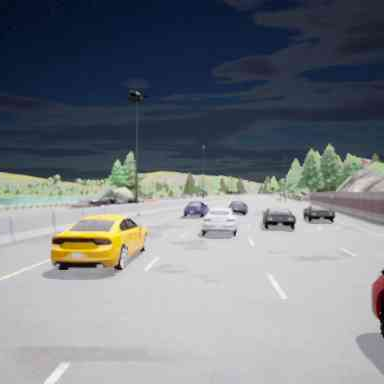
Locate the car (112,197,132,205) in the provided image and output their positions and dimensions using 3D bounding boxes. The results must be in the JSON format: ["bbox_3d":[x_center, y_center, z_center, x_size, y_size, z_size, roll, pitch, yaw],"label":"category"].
[{"bbox_3d":[-11.637,1.602,58.728,2.128,1.511,4.902,0,0,13],"label":"car"}]

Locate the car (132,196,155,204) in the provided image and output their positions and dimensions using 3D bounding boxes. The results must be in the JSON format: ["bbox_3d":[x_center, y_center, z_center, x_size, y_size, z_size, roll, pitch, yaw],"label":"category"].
[{"bbox_3d":[-8.149,1.473,58.289,2.097,1.767,4.553,0,0,13],"label":"car"}]

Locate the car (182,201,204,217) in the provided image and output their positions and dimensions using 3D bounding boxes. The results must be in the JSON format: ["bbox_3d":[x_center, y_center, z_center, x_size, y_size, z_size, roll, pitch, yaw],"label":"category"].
[{"bbox_3d":[0.442,1.607,31.555,1.812,1.442,4.674,0,0,12],"label":"car"}]

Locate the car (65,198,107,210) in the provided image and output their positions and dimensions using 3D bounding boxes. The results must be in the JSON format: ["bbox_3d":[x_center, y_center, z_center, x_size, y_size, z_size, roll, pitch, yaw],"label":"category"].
[{"bbox_3d":[-10.389,1.574,32.165,1.812,1.442,4.674,0,0,12],"label":"car"}]

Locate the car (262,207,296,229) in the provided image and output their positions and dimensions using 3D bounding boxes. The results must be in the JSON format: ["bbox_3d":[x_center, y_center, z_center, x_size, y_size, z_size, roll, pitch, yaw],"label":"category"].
[{"bbox_3d":[5.705,1.676,22.241,1.895,1.301,4.718,0,0,10],"label":"car"}]

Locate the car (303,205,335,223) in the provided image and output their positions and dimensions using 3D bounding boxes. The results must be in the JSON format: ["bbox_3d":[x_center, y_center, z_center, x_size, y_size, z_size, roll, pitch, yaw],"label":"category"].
[{"bbox_3d":[10.213,1.702,27.101,1.895,1.301,4.718,0,0,12],"label":"car"}]

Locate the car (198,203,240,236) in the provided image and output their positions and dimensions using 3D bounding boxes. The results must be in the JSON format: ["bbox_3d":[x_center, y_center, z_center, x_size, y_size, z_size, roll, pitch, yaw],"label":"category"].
[{"bbox_3d":[1.640,1.579,18.855,1.812,1.442,4.674,0,0,8],"label":"car"}]

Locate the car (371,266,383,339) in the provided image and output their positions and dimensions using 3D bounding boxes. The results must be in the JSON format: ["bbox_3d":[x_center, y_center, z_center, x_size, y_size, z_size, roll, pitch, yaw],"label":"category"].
[{"bbox_3d":[3.702,1.240,2.599,2.150,2.045,5.566,0,0,2],"label":"car"}]

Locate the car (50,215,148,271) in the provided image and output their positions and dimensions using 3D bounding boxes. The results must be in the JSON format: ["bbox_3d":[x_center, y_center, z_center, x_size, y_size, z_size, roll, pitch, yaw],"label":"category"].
[{"bbox_3d":[-2.785,1.497,11.081,1.882,1.535,5.008,0,0,5],"label":"car"}]

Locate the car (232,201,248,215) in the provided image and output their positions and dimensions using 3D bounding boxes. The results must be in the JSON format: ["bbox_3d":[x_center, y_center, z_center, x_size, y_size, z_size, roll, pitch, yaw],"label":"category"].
[{"bbox_3d":[4.945,1.670,35.782,1.994,1.385,4.181,0,0,12],"label":"car"}]

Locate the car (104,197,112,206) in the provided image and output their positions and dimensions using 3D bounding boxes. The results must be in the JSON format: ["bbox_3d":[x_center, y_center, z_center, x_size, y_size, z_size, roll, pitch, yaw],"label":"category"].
[{"bbox_3d":[-15.054,1.579,59.461,1.882,1.535,5.008,0,0,13],"label":"car"}]
